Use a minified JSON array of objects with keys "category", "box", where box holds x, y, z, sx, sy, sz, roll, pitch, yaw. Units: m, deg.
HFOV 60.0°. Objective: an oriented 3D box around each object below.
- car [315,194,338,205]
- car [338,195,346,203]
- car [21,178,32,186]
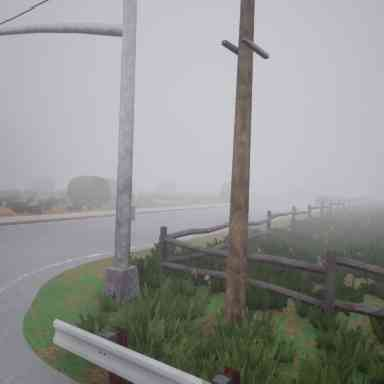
[{"category":"car","box":[18.540,1.071,46.348,1.882,1.535,5.008,3,2,33]},{"category":"car","box":[24.077,1.177,54.820,1.895,1.301,4.718,3,2,33]},{"category":"car","box":[-39.098,-2.258,79.180,1.905,1.878,3.866,8,2,-13]}]
